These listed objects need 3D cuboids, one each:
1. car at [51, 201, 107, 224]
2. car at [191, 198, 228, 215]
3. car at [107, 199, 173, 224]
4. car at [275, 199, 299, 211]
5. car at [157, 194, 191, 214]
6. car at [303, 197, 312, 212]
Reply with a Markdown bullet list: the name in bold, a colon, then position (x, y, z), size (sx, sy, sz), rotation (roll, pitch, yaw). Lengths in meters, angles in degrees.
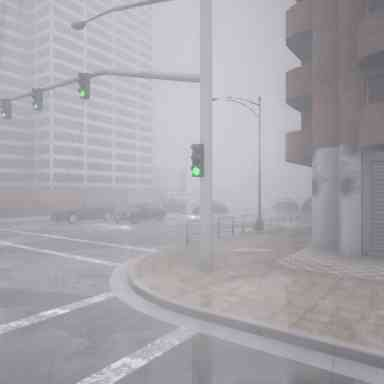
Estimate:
- **car**: position (-8.141, 1.478, 25.206), size (1.882, 1.535, 5.008), rotation (0, 0, 35)
- **car**: position (1.855, 1.564, 33.247), size (1.994, 1.385, 4.181), rotation (0, 0, 36)
- **car**: position (-3.840, 1.526, 25.193), size (1.812, 1.442, 4.674), rotation (0, 0, 35)
- **car**: position (11.620, 1.526, 40.716), size (1.812, 1.442, 4.674), rotation (0, 0, 35)
- **car**: position (-2.566, 1.352, 33.074), size (2.097, 1.767, 4.553), rotation (0, 0, 35)
- **car**: position (14.500, 1.352, 38.698), size (2.097, 1.767, 4.553), rotation (0, 0, 35)
